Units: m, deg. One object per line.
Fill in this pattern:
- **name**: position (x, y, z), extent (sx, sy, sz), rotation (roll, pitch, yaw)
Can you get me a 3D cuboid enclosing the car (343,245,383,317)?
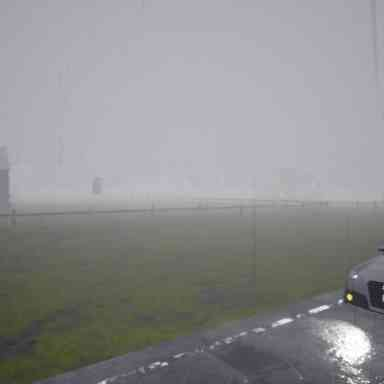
- **car**: position (4.850, 1.569, 6.533), extent (4.181, 1.385, 1.994), rotation (0, 0, -35)
